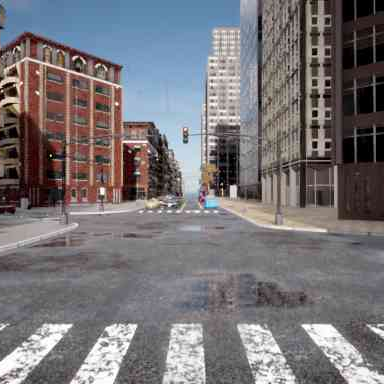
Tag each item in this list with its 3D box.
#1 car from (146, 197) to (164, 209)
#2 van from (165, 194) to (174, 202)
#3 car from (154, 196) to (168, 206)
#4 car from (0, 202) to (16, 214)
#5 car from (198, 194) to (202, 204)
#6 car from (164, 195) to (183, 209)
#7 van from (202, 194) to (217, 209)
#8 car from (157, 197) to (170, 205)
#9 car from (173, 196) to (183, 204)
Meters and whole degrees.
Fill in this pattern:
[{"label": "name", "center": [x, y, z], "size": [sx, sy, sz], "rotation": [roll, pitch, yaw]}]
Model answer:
[{"label": "car", "center": [-5.306, 1.570, 45.615], "size": [1.752, 1.417, 4.829], "rotation": [0, 0, 0]}, {"label": "van", "center": [-5.302, 1.474, 79.099], "size": [1.690, 1.788, 3.998], "rotation": [0, 0, 0]}, {"label": "car", "center": [-5.305, 1.510, 56.891], "size": [1.967, 1.590, 4.097], "rotation": [0, 0, 0]}, {"label": "car", "center": [-21.141, 1.790, 36.459], "size": [4.718, 1.301, 1.895], "rotation": [-1, -1, 41]}, {"label": "car", "center": [2.576, 1.644, 67.993], "size": [1.887, 1.381, 4.507], "rotation": [0, 0, 0]}, {"label": "car", "center": [-2.807, 1.537, 45.974], "size": [2.128, 1.511, 4.902], "rotation": [0, 0, 2]}, {"label": "van", "center": [2.575, 1.386, 45.784], "size": [1.690, 1.788, 3.998], "rotation": [0, 0, 0]}, {"label": "car", "center": [-5.305, 1.650, 62.443], "size": [1.947, 1.339, 4.313], "rotation": [0, 0, 0]}, {"label": "car", "center": [-2.766, 1.621, 66.428], "size": [1.812, 1.442, 4.674], "rotation": [0, 0, 1]}]
